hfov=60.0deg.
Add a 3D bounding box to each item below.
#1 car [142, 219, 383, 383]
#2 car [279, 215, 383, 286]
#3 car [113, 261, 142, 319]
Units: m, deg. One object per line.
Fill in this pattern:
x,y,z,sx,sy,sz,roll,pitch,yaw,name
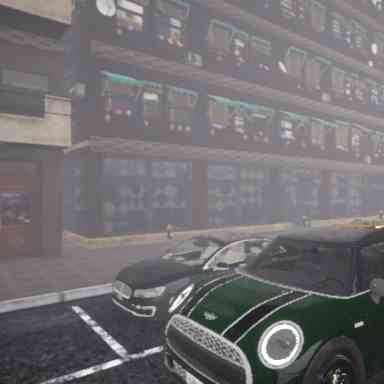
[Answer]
1.860,1.356,4.695,4.553,1.767,2.097,0,0,-35,car
4.927,1.535,10.064,4.829,1.417,1.752,0,0,-35,car
0.554,1.555,6.949,4.403,1.369,2.008,0,0,-35,car
